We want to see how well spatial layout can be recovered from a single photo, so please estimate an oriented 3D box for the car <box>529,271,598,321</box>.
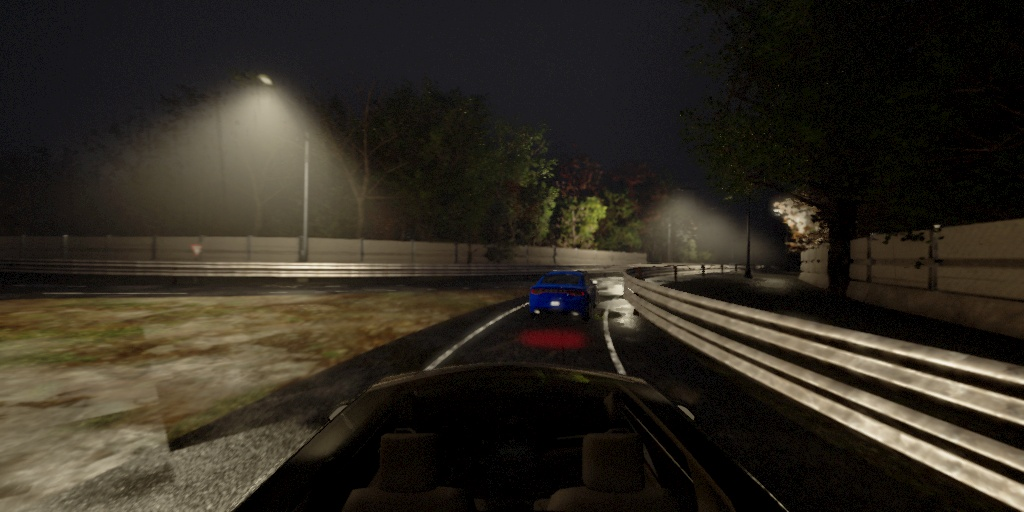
[{"bbox_3d":[2.010,1.279,13.035,1.882,1.535,5.008,0,0,17],"label":"car"}]
